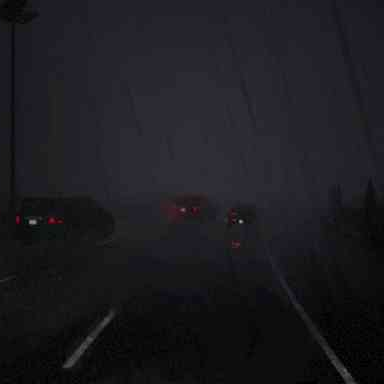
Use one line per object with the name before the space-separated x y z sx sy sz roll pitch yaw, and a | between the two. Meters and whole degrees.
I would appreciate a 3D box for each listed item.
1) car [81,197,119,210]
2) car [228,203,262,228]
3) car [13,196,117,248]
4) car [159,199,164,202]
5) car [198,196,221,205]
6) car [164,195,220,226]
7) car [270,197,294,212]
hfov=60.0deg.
car | -11.608 1.446 42.500 1.882 1.535 5.008 0 0 24
car | 3.601 1.521 22.497 1.837 1.490 4.892 0 0 15
car | -5.405 1.206 14.875 2.150 2.045 5.566 0 0 10
car | -3.221 1.560 43.858 1.994 1.385 4.181 0 0 27
car | 3.239 1.545 61.054 1.812 1.442 4.674 0 0 36
car | 0.174 1.225 23.467 2.150 2.045 5.566 0 0 16
car | 10.967 1.393 40.365 2.097 1.767 4.553 0 0 28
